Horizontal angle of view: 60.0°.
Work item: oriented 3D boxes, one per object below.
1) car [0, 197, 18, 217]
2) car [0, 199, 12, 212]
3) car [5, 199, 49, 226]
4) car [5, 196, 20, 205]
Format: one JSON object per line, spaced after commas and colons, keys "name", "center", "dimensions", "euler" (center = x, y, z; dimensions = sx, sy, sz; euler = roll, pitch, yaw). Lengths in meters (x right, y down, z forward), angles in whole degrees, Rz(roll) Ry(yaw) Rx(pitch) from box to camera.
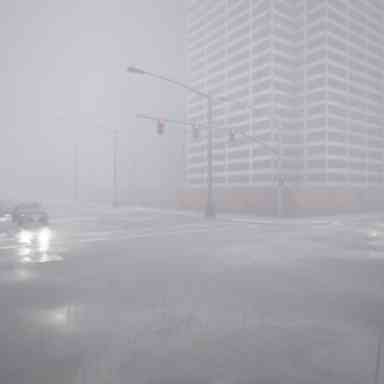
{"name": "car", "center": [-17.174, 1.522, 31.557], "dimensions": [1.812, 1.442, 4.674], "euler": [0, 0, -35]}
{"name": "car", "center": [-22.988, 1.597, 39.818], "dimensions": [1.895, 1.301, 4.718], "euler": [0, 0, -35]}
{"name": "car", "center": [-11.468, 1.488, 23.453], "dimensions": [2.128, 1.511, 4.902], "euler": [0, 0, -35]}
{"name": "car", "center": [-31.365, 1.518, 58.088], "dimensions": [1.812, 1.442, 4.674], "euler": [0, 0, -35]}
